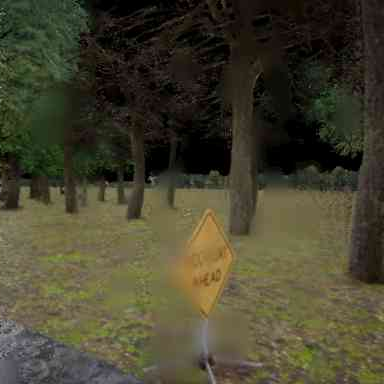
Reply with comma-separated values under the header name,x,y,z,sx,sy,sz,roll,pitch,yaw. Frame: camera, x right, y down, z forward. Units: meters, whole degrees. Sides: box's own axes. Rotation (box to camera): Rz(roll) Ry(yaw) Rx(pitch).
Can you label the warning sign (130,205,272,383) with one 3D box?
name,x,y,z,sx,sy,sz,roll,pitch,yaw
warning sign,0.148,1.116,3.839,1.060,1.860,1.300,1,0,36
